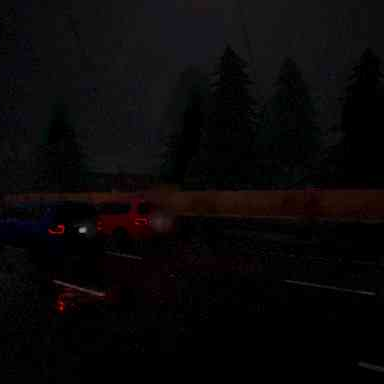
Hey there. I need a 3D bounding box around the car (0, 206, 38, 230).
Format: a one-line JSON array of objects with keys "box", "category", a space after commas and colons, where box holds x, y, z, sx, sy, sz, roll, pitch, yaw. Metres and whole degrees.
[{"box": [-13.334, 1.811, 24.351, 2.033, 1.411, 5.357, 0, 0, -44], "category": "car"}]

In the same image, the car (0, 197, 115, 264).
[{"box": [-5.607, 1.349, 12.587, 5.566, 2.045, 2.150, 0, 0, 40], "category": "car"}]

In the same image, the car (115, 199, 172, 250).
[{"box": [-3.389, 1.347, 15.294, 5.566, 2.045, 2.150, 0, 0, 40], "category": "car"}]
